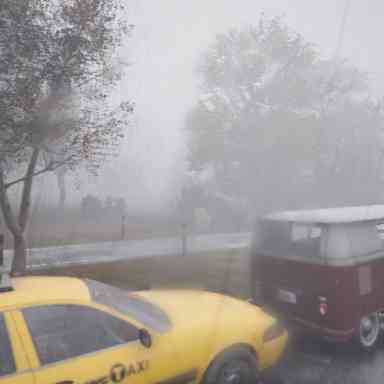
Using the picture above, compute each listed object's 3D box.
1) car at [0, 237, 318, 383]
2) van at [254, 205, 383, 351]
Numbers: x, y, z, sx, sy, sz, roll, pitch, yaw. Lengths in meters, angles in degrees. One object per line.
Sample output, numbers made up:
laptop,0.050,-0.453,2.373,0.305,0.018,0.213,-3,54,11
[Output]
car,-1.407,1.469,3.086,5.366,1.575,1.946,-1,-2,-33
van,3.182,1.258,6.150,4.442,1.987,1.878,-1,-2,-35
